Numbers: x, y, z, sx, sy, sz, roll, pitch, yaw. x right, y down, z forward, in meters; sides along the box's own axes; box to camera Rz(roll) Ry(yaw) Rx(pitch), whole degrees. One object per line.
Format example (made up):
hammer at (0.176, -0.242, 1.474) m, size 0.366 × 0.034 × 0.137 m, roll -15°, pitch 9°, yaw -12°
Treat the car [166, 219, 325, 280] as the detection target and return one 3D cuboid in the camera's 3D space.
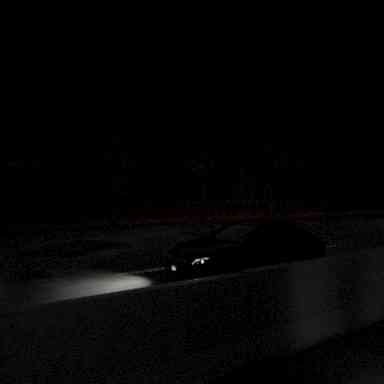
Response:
car at (1.578, 1.471, 8.895) m, size 4.674 × 1.442 × 1.812 m, roll 0°, pitch 0°, yaw -31°
